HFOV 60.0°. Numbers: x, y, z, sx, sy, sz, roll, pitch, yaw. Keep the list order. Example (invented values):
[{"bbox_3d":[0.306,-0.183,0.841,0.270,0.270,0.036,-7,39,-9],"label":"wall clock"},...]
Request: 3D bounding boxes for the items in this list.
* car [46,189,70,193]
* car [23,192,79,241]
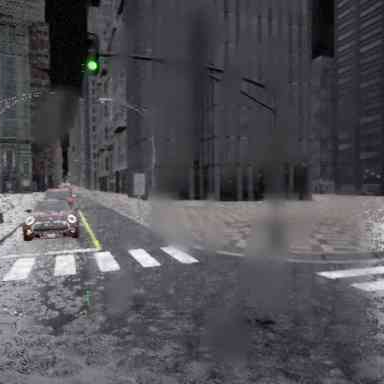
[{"bbox_3d":[-10.104,0.792,25.170,2.150,2.045,5.566,-1,1,-21],"label":"car"},{"bbox_3d":[-6.342,1.092,15.215,2.097,1.767,4.553,-1,1,-20],"label":"car"}]
